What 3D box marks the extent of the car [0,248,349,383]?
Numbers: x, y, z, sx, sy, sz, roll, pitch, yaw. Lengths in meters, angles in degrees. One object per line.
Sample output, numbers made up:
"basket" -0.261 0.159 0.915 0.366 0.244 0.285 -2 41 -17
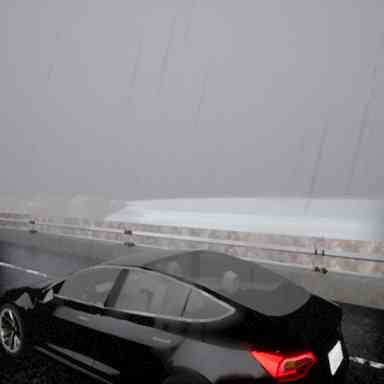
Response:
"car" -0.611 1.503 4.335 4.792 1.488 2.163 0 0 36
